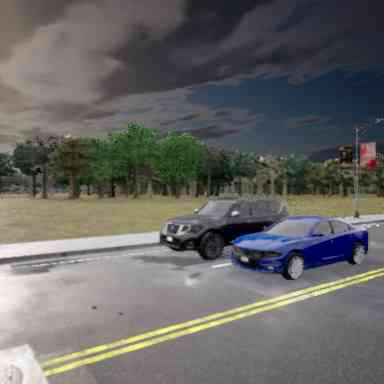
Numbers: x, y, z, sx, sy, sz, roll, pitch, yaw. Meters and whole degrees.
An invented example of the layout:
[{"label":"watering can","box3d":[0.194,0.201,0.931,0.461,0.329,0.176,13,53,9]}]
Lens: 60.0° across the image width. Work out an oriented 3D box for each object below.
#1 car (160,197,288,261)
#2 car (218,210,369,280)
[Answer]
[{"label":"car","box3d":[1.505,1.225,12.743,5.566,2.045,2.150,0,0,-35]},{"label":"car","box3d":[3.404,1.480,10.105,5.008,1.535,1.882,0,0,-35]}]
